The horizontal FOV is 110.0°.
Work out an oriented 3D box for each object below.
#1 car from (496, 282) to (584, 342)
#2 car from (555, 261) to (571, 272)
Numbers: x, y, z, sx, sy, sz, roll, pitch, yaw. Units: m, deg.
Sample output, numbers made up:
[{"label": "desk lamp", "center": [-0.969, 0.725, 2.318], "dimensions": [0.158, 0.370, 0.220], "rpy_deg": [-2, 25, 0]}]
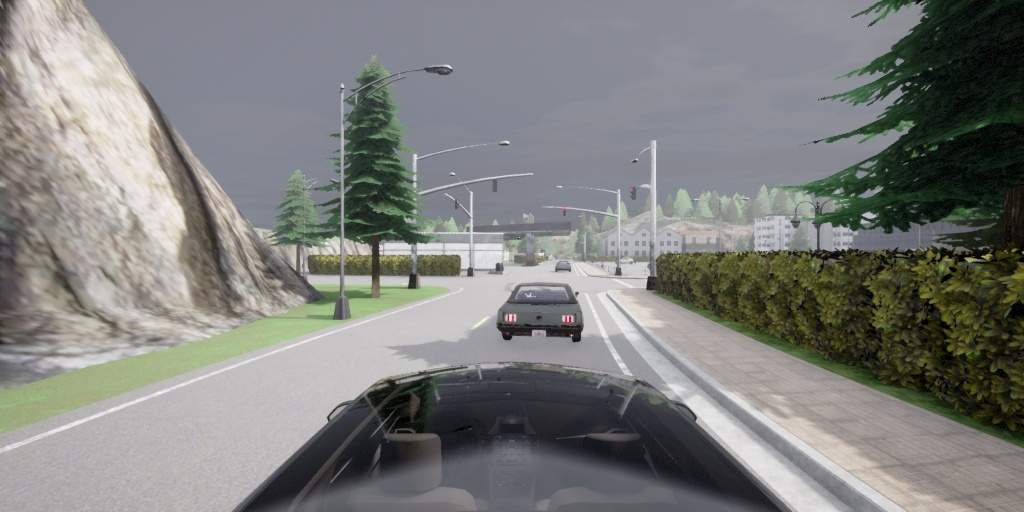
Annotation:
[{"label": "car", "center": [0.882, 1.351, 9.781], "dimensions": [1.895, 1.301, 4.718], "rpy_deg": [0, 0, 8]}, {"label": "car", "center": [6.525, 1.314, 45.642], "dimensions": [1.994, 1.385, 4.181], "rpy_deg": [0, 0, 9]}]
